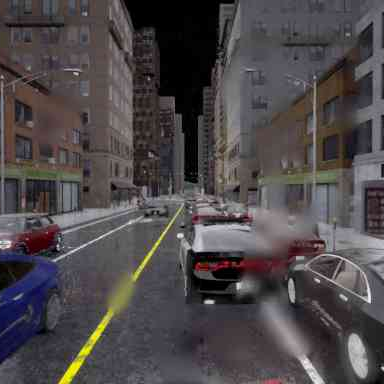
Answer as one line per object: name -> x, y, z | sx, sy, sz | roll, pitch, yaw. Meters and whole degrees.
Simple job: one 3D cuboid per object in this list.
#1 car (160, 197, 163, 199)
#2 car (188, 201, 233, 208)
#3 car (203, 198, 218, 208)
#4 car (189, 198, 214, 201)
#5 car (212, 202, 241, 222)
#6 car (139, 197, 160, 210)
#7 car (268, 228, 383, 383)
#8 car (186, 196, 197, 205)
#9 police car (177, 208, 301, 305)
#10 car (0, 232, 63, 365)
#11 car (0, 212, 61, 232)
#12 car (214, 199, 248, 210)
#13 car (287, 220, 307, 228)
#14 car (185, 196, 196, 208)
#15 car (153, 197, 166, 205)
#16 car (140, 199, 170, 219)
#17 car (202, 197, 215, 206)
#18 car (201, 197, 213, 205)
car -> -5.806, 1.577, 49.196 | 1.947, 1.339, 4.313 | -1, 0, 0
car -> 0.888, 1.477, 18.262 | 1.882, 1.535, 5.008 | 0, 0, 0
car -> 2.719, 1.555, 49.202 | 1.887, 1.381, 4.507 | -1, 0, 0
car -> 0.884, 1.478, 24.262 | 1.882, 1.535, 5.008 | 0, 0, 0
car -> 2.734, 1.546, 27.181 | 1.887, 1.381, 4.507 | -1, 0, 0
car -> -5.804, 1.448, 43.691 | 1.967, 1.590, 4.097 | -1, 0, 0
car -> 2.749, 1.550, 5.160 | 2.008, 1.369, 4.403 | -1, 0, 0
car -> -0.040, 1.522, 58.834 | 1.837, 1.490, 4.892 | 0, 0, 0
police car -> 0.679, 1.423, 8.311 | 1.930, 1.638, 5.238 | 0, 0, -5
car -> -3.102, 1.525, 4.008 | 1.812, 1.442, 4.674 | 0, 0, 0
car -> -5.781, 1.439, 10.660 | 1.967, 1.590, 4.097 | -1, 0, 0
car -> 2.736, 1.440, 21.676 | 1.967, 1.590, 4.097 | -1, 0, 0
car -> 2.745, 1.543, 10.666 | 1.887, 1.381, 4.507 | -1, 0, 0
car -> -0.005, 1.501, 47.031 | 2.128, 1.511, 4.902 | 0, 0, 0
car -> -5.814, 1.562, 60.207 | 1.887, 1.381, 4.507 | -1, 0, 0
car -> -3.020, 1.566, 29.305 | 1.994, 1.385, 4.181 | 0, 0, 0
car -> 2.715, 1.559, 54.707 | 1.887, 1.381, 4.507 | -1, 0, 0
car -> 2.711, 1.562, 60.213 | 1.887, 1.381, 4.507 | -1, 0, 0
